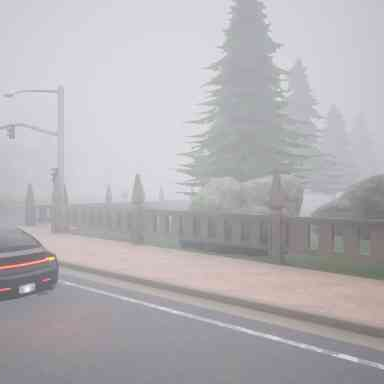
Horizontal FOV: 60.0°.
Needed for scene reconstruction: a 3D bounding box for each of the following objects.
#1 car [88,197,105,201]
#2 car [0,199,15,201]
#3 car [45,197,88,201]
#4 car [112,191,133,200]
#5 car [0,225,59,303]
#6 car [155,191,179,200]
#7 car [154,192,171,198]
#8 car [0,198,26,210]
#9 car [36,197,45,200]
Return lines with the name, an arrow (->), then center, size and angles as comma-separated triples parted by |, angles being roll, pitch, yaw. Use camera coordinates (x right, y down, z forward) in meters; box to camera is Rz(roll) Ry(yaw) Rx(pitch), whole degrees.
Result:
car -> -16.095, 1.482, 52.957 | 2.128, 1.511, 4.902 | 0, 1, 35
car -> -22.651, 1.564, 37.796 | 1.994, 1.385, 4.181 | 0, 0, 36
car -> -17.108, 1.526, 45.520 | 1.812, 1.442, 4.674 | 0, 0, 36
car -> -12.795, 0.934, 63.605 | 2.150, 2.045, 5.566 | 0, 3, 34
car -> -4.960, 1.505, 7.473 | 4.892, 1.490, 1.837 | 0, 0, 36
car -> -5.107, 0.709, 68.257 | 2.128, 1.511, 4.902 | 0, 5, 35
car -> -5.179, 1.052, 62.193 | 1.837, 1.490, 4.892 | 0, 3, 36
car -> -24.032, 1.547, 41.870 | 2.033, 1.411, 5.357 | 0, 0, 36
car -> -22.326, 1.505, 50.255 | 1.837, 1.490, 4.892 | 0, 0, 36
